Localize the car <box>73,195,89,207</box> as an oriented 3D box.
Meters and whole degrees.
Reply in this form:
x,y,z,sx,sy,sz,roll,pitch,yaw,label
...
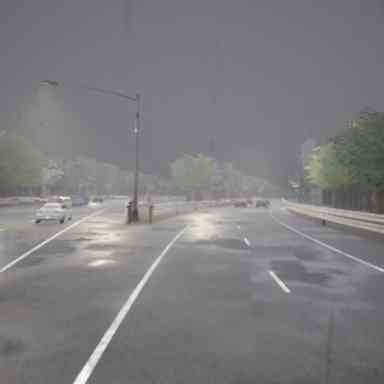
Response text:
x,y,z,sx,sy,sz,roll,pitch,yaw,label
-17.894,1.613,53.534,1.994,1.385,4.181,1,0,-6,car

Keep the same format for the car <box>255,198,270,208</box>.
x,y,z,sx,sy,sz,roll,pitch,yaw,label
12.330,2.062,59.003,1.837,1.490,4.892,1,0,15,car

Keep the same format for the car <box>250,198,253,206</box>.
x,y,z,sx,sy,sz,roll,pitch,yaw,label
11.667,2.025,69.720,2.128,1.511,4.902,1,0,15,car

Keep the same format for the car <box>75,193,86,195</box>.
x,y,z,sx,sy,sz,roll,pitch,yaw,label
-23.002,1.290,69.186,2.150,2.045,5.566,1,0,-4,car

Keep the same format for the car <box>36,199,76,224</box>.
x,y,z,sx,sy,sz,roll,pitch,yaw,label
-10.222,1.534,24.858,1.812,1.442,4.674,1,0,-10,car

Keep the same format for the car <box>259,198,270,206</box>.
x,y,z,sx,sy,sz,roll,pitch,yaw,label
15.208,2.052,69.398,1.882,1.535,5.008,1,0,15,car

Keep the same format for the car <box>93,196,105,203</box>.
x,y,z,sx,sy,sz,roll,pitch,yaw,label
-19.566,1.626,70.144,1.837,1.490,4.892,1,0,-4,car

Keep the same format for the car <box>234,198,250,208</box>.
x,y,z,sx,sy,sz,roll,pitch,yaw,label
8.739,1.986,59.149,1.882,1.535,5.008,1,0,15,car
